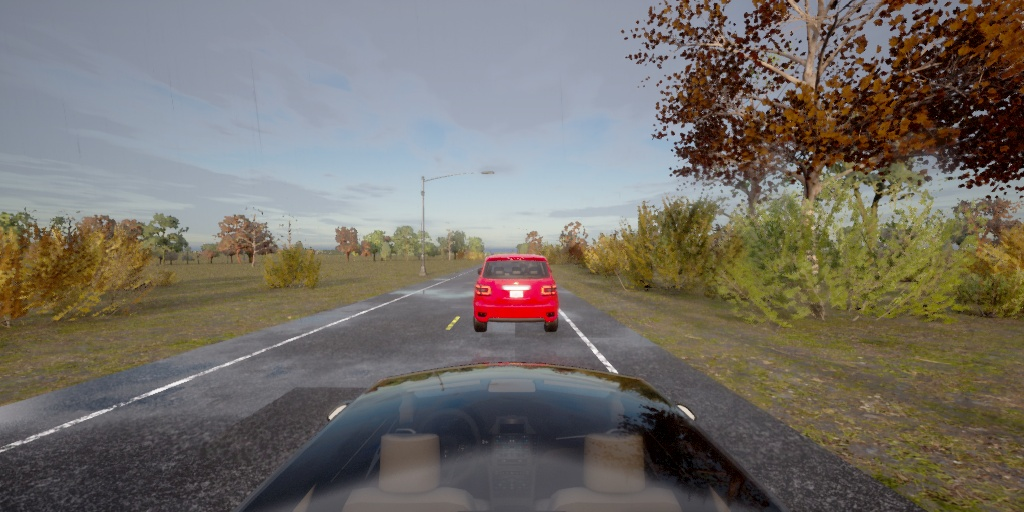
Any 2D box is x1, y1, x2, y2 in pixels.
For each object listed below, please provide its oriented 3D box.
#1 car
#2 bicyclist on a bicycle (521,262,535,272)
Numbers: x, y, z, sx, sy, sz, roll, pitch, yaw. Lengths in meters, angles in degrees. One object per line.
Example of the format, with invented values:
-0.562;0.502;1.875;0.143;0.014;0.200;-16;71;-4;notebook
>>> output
0.093;0.968;10.952;2.150;2.045;5.566;0;0;0;car
0.945;1.114;18.658;0.659;1.776;1.843;0;0;0;bicyclist on a bicycle
